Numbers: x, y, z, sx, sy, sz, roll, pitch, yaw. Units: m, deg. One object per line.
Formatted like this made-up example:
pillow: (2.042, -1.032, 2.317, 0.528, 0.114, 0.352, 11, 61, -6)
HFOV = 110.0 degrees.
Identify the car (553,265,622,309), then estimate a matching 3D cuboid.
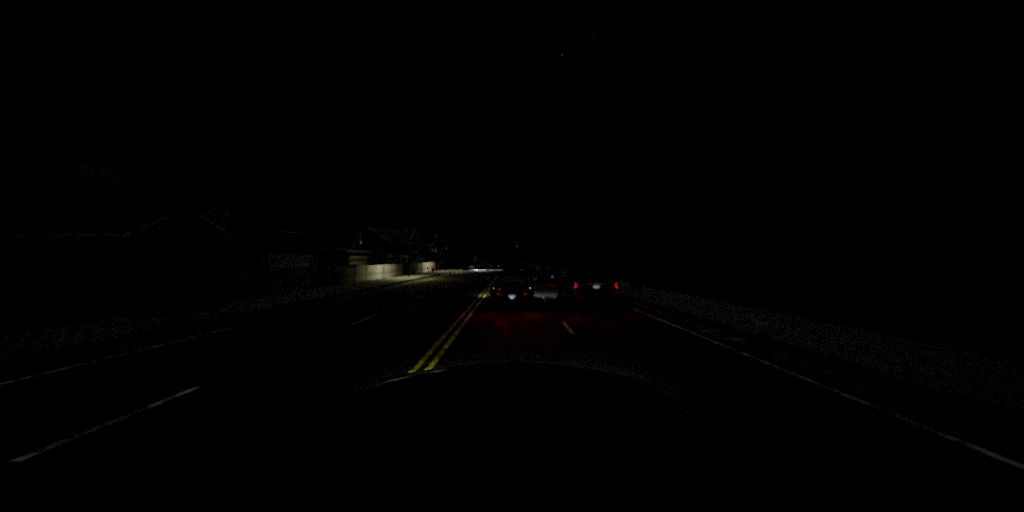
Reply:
car: (3.250, 1.240, 15.917, 2.097, 1.767, 4.553, 0, -1, 0)

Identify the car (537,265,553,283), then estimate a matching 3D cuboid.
car: (3.250, 1.524, 31.331, 1.882, 1.535, 5.008, 0, 0, 0)

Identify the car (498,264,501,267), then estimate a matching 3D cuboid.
car: (-0.002, 1.609, 31.154, 1.994, 1.385, 4.181, 0, -1, 0)

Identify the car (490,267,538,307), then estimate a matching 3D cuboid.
car: (0.002, 1.419, 16.239, 1.812, 1.442, 4.674, 0, 0, 0)
